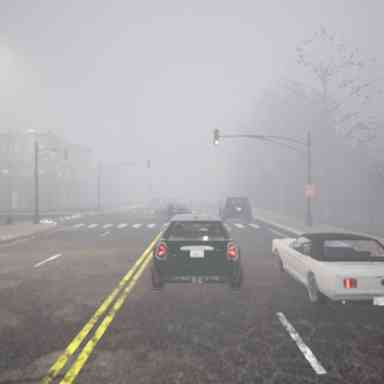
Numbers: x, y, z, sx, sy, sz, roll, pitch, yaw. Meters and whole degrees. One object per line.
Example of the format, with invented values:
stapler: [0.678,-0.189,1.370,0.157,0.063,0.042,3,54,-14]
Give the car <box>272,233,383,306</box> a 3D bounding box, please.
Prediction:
car: [3.353,1.640,8.069,1.895,1.301,4.718,0,0,0]

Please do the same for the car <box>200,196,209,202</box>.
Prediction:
car: [3.336,1.776,88.553,2.033,1.411,5.357,0,0,0]

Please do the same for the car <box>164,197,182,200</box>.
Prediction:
car: [-3.253,1.621,58.219,2.097,1.767,4.553,0,0,0]

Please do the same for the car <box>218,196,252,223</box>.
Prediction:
car: [3.377,1.349,26.606,2.150,2.045,5.566,0,0,0]

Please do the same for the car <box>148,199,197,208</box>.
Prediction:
car: [-1.644,1.621,26.937,2.128,1.511,4.902,1,0,-24]

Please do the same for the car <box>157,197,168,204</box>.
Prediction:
car: [-6.428,1.863,73.373,2.128,1.511,4.902,0,0,0]

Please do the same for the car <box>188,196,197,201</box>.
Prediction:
car: [0.076,1.877,78.553,1.812,1.442,4.674,0,0,0]

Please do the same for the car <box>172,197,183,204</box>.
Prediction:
car: [-3.179,1.877,73.294,2.033,1.411,5.357,0,0,0]

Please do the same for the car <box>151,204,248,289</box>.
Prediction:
car: [0.112,1.396,9.459,2.097,1.767,4.553,0,0,0]

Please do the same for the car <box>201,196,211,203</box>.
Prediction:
car: [3.325,1.828,78.135,1.882,1.535,5.008,0,0,0]

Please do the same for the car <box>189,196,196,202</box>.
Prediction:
car: [0.086,1.737,88.556,1.837,1.490,4.892,0,0,0]

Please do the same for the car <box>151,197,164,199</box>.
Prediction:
car: [-6.502,1.775,58.302,1.837,1.490,4.892,0,0,1]
